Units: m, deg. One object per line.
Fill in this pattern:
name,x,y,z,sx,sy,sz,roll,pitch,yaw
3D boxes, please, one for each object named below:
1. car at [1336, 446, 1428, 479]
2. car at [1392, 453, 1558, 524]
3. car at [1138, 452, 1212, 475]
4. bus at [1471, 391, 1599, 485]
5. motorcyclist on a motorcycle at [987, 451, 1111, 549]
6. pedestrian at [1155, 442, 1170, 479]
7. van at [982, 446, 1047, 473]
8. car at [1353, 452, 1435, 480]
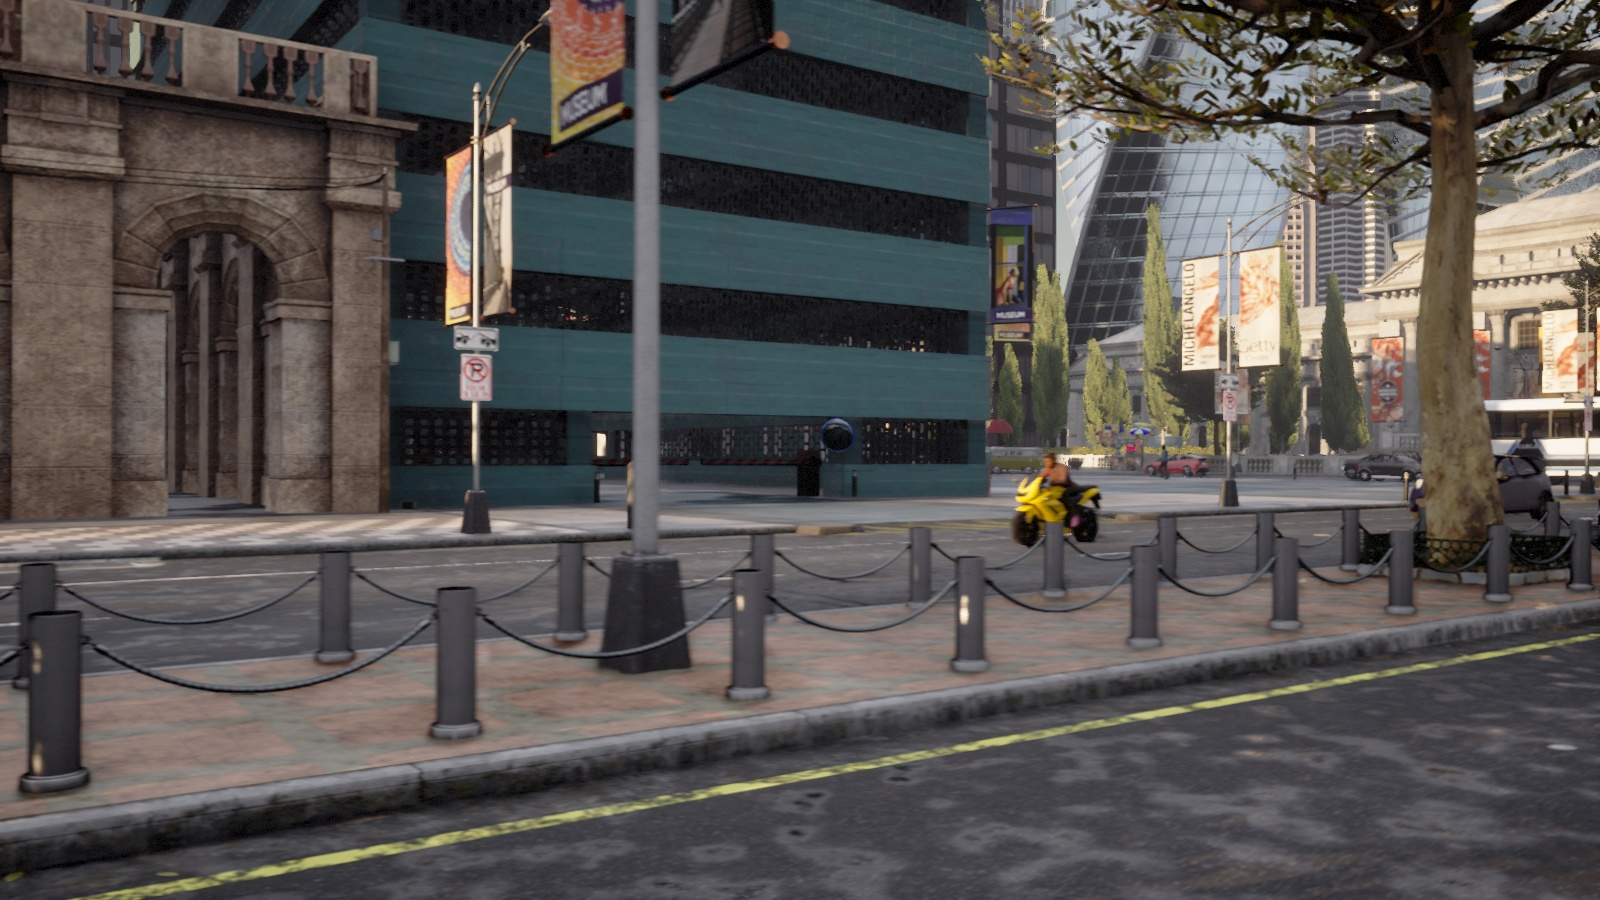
car,34.415,0.718,74.393,1.932,1.855,4.605,0,0,-35
car,15.220,0.815,28.266,3.633,1.501,1.845,0,0,-35
car,25.739,0.895,86.234,2.007,1.525,4.514,0,0,-40
bus,37.629,-0.527,58.663,3.944,4.253,10.273,0,-1,-42
motorcyclist on a motorcycle,4.076,0.778,20.508,2.044,1.523,0.797,0,0,-35
pedestrian,19.202,0.559,66.489,0.396,1.930,0.692,0,0,-37
van,16.065,0.739,94.194,4.442,1.987,1.775,0,0,32
car,33.126,0.869,70.116,1.789,1.549,3.705,0,0,-35
